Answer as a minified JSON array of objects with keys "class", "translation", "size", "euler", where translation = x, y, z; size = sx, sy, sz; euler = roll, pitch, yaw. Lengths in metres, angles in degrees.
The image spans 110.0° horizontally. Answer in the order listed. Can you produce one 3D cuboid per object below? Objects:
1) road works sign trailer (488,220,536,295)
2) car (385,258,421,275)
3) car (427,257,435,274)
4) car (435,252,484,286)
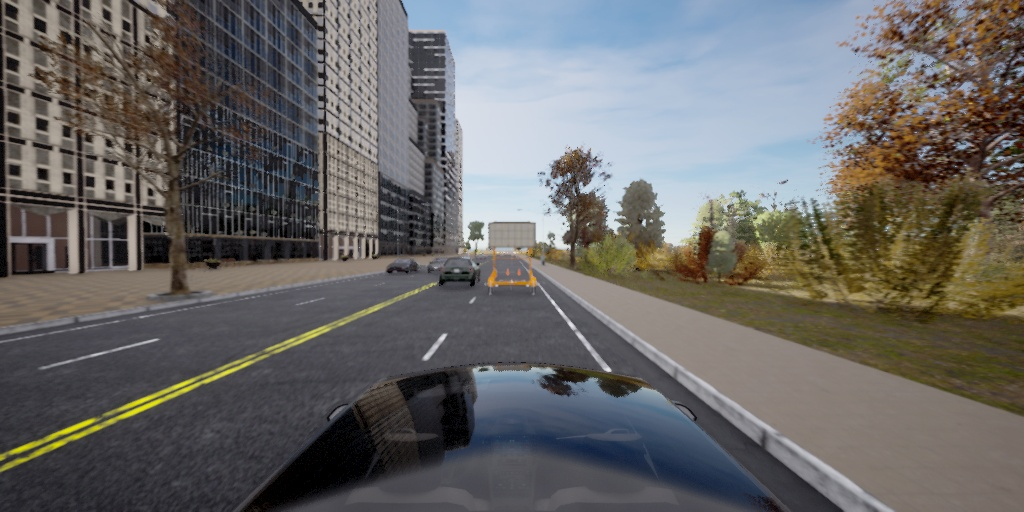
[{"class":"road works sign trailer","translation":[0.004,0.002,18.139],"size":[2.380,3.560,2.880],"euler":[0,0,0]},{"class":"car","translation":[-9.833,0.897,32.865],"size":[2.033,1.411,5.357],"euler":[0,1,0]},{"class":"car","translation":[-6.578,0.834,33.413],"size":[2.128,1.511,4.902],"euler":[0,1,0]},{"class":"car","translation":[-3.144,0.833,22.538],"size":[2.097,1.767,4.553],"euler":[0,1,0]}]
